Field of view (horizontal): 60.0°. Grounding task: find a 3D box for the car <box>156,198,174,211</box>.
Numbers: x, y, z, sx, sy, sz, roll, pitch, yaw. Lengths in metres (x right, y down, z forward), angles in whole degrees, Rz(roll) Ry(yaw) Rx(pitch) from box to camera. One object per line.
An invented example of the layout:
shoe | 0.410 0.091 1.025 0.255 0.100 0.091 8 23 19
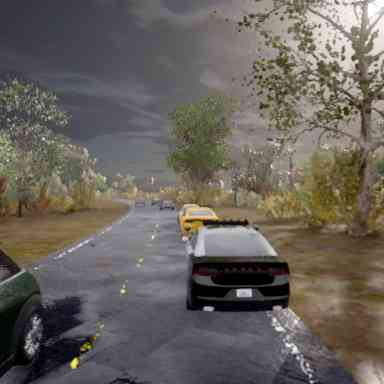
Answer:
car | -3.515 1.783 45.946 2.033 1.411 5.357 0 0 -9

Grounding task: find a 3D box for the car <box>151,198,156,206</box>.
car | -6.732 1.849 63.310 1.812 1.442 4.674 0 0 -12

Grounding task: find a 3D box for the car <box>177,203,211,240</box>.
car | 0.338 1.571 18.002 1.882 1.535 5.008 0 0 -4

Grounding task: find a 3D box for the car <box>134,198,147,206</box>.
car | -9.570 1.821 61.492 1.837 1.490 4.892 0 0 -12

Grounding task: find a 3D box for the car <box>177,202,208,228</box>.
car | -0.107 1.580 24.224 1.801 1.575 5.366 0 0 -5

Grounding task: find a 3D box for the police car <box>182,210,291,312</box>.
police car | 0.787 1.467 8.044 1.930 1.638 5.238 0 0 -2

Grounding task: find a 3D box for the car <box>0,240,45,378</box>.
car | -3.103 1.367 2.796 2.097 1.767 4.553 0 0 -1
